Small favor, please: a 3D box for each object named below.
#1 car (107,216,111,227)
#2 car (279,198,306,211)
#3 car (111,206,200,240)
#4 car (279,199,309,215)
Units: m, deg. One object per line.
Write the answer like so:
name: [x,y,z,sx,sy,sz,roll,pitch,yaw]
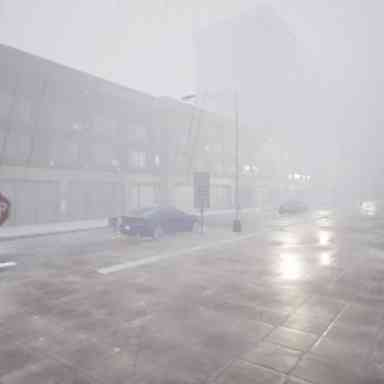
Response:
car: [-2.836,1.599,20.367,1.895,1.301,4.718,0,0,36]
car: [12.699,1.519,41.882,1.994,1.385,4.181,0,0,36]
car: [-1.496,1.479,17.174,1.882,1.535,5.008,0,0,36]
car: [10.350,1.531,33.648,1.994,1.385,4.181,0,0,36]
